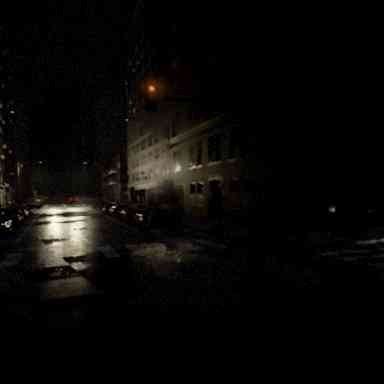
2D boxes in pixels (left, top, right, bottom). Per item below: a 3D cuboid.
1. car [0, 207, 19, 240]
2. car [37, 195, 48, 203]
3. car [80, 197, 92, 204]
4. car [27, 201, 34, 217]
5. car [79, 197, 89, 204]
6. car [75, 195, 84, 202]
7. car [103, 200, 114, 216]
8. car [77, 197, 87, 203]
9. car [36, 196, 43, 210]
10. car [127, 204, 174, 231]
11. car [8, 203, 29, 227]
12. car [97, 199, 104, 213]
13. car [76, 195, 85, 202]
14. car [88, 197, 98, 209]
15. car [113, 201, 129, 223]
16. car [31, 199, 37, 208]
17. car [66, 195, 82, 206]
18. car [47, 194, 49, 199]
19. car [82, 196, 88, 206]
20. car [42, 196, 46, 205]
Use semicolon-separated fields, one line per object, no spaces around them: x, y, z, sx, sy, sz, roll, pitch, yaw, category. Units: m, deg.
-10.321;1.695;17.181;1.802;1.307;4.206;0;0;-22;car
-29.068;1.850;63.279;1.947;1.339;4.313;0;0;-22;car
-21.178;1.725;66.506;1.947;1.339;4.313;0;0;-22;car
-14.487;1.703;27.425;2.008;1.369;4.403;0;0;-22;car
-23.262;1.759;71.629;1.802;1.307;4.206;0;0;-22;car
-29.514;1.674;86.998;1.967;1.590;4.097;0;0;-22;car
-6.593;1.578;30.643;2.008;1.369;4.403;0;0;-22;car
-25.346;1.761;76.752;1.947;1.339;4.313;0;0;-22;car
-22.755;1.753;47.756;1.752;1.417;4.829;0;0;-22;car
-2.426;1.554;20.397;1.947;1.339;4.313;0;0;-22;car
-12.404;1.698;22.303;1.947;1.339;4.313;0;0;-22;car
-8.677;1.591;35.767;1.887;1.381;4.507;0;0;-22;car
-27.430;1.654;81.875;1.967;1.590;4.097;0;0;-22;car
-12.844;1.651;46.013;1.947;1.339;4.313;0;0;-22;car
-4.509;1.552;25.520;1.887;1.381;4.507;0;0;-22;car
-16.570;1.716;32.547;1.887;1.381;4.507;0;0;-22;car
-21.439;1.704;60.339;1.812;1.442;4.674;-1;0;-22;car
-31.153;1.617;68.401;2.192;1.841;5.009;0;0;-22;car
-17.011;1.673;56.259;2.008;1.369;4.403;0;0;-22;car
-24.902;1.813;53.035;1.947;1.339;4.313;0;0;-22;car
